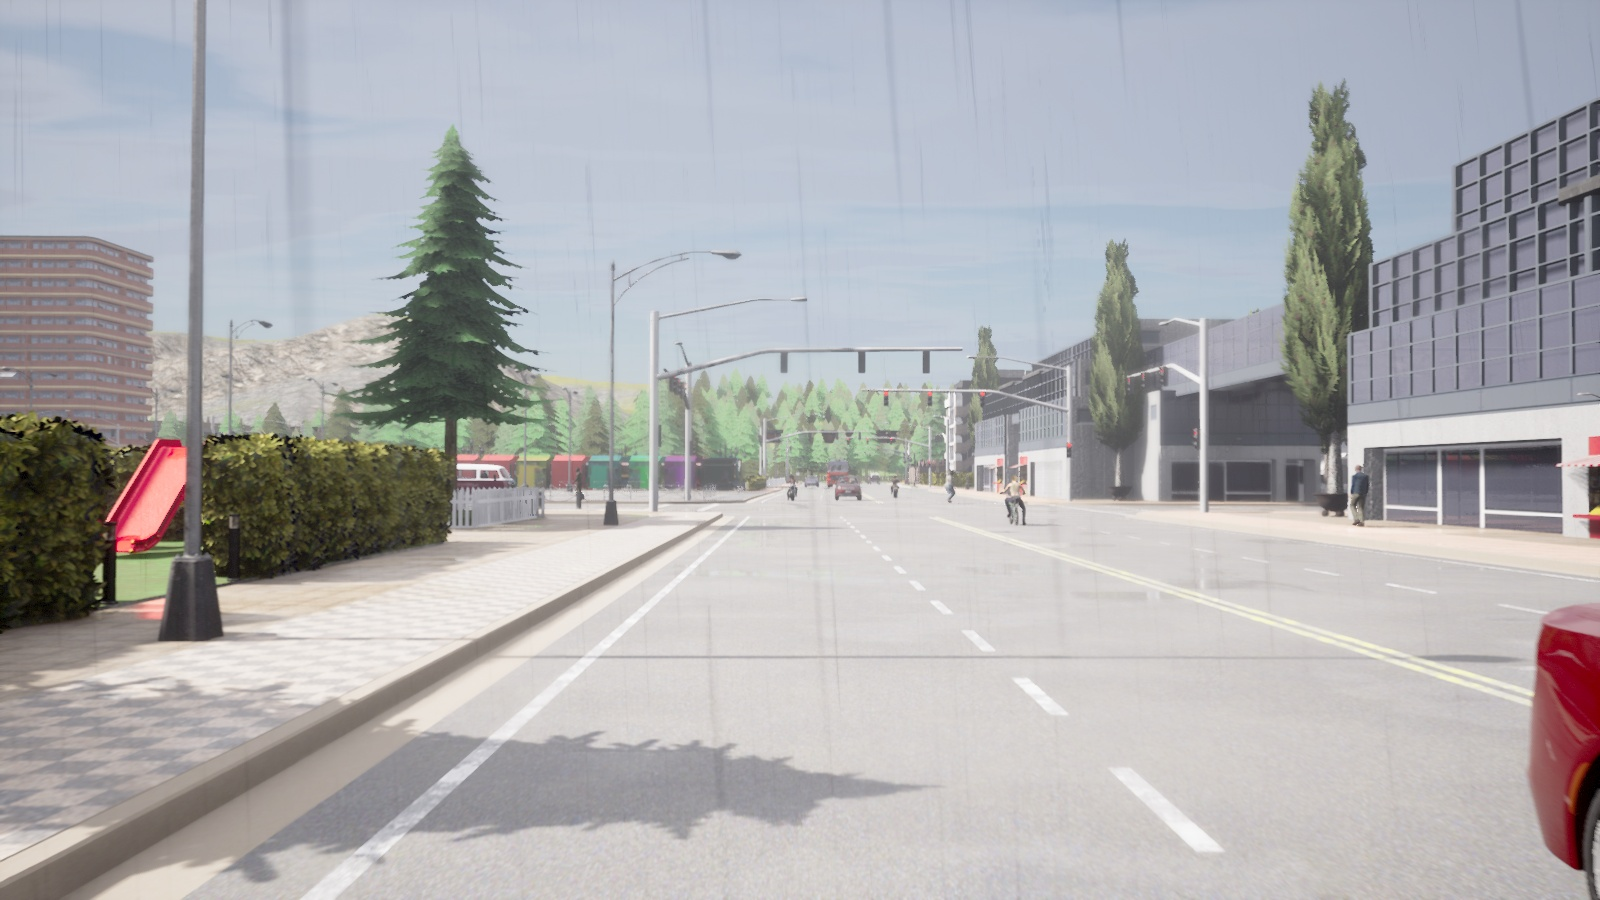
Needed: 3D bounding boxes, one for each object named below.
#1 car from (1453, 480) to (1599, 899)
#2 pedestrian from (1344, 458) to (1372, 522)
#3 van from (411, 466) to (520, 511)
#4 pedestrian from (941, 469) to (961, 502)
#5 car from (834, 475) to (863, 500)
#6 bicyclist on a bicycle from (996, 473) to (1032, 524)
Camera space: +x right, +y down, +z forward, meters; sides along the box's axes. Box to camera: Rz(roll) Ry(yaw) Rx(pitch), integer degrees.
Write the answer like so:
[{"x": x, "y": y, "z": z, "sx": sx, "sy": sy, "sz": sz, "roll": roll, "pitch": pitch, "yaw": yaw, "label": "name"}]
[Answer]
[{"x": 3.491, "y": 0.832, "z": 2.371, "sx": 1.882, "sy": 1.535, "sz": 5.008, "roll": 0, "pitch": -1, "yaw": 0, "label": "car"}, {"x": 15.999, "y": 1.142, "z": 36.008, "sx": 0.402, "sy": 1.842, "sz": 0.726, "roll": 0, "pitch": -1, "yaw": -4, "label": "pedestrian"}, {"x": -15.364, "y": 1.775, "z": 57.913, "sx": 4.480, "sy": 2.038, "sz": 2.069, "roll": 0, "pitch": -1, "yaw": 0, "label": "van"}, {"x": 8.545, "y": 2.003, "z": 71.109, "sx": 0.900, "sy": 1.855, "sz": 0.874, "roll": 0, "pitch": -1, "yaw": -12, "label": "pedestrian"}, {"x": 3.113, "y": 2.417, "z": 80.718, "sx": 1.789, "sy": 1.549, "sz": 3.705, "roll": 0, "pitch": -1, "yaw": 1, "label": "car"}, {"x": 6.861, "y": 1.543, "z": 40.296, "sx": 0.866, "sy": 1.612, "sz": 1.509, "roll": 0, "pitch": -1, "yaw": 0, "label": "bicyclist on a bicycle"}]
